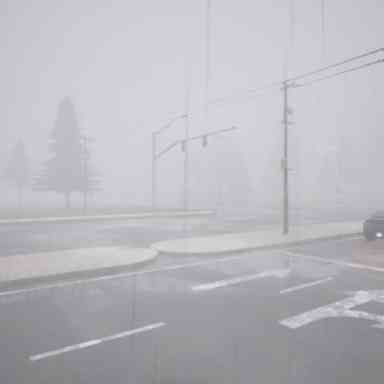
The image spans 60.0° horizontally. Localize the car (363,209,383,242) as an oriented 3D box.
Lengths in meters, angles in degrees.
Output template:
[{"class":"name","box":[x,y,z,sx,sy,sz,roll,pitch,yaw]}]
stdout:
[{"class":"car","box":[9.612,1.491,15.065,4.892,1.490,1.837,0,0,-37]}]
